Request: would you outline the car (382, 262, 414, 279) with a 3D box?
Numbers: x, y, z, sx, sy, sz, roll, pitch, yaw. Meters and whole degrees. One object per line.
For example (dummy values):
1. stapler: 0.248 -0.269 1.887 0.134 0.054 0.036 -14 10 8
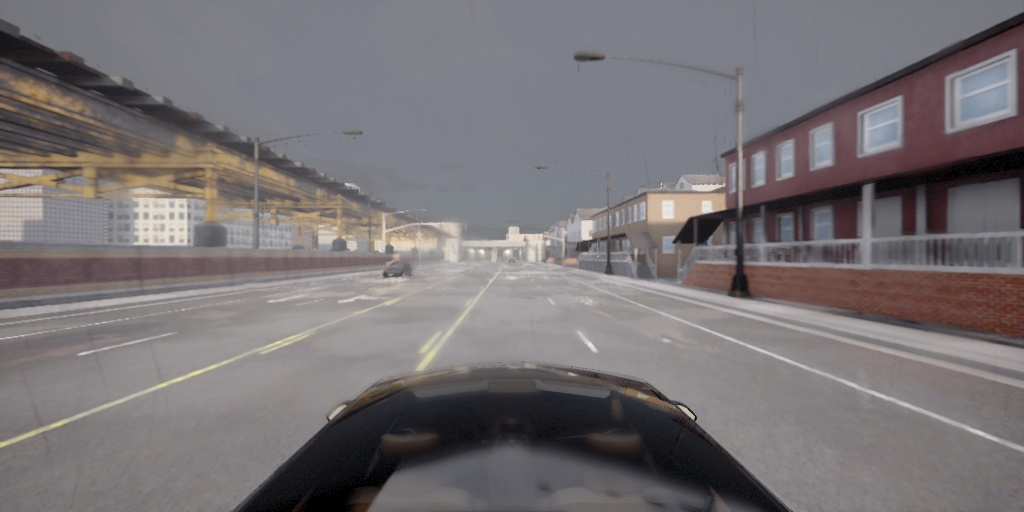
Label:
1. car: -10.508 1.346 33.383 1.837 1.490 4.892 0 2 0
